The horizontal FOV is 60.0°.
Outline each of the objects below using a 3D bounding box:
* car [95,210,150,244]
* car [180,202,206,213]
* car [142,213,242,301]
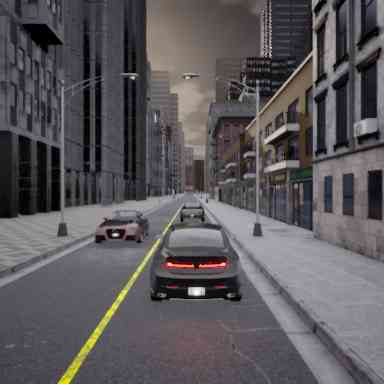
[{"bbox_3d":[-3.129,1.567,15.632,1.994,1.385,4.181,0,0,0],"label":"car"},{"bbox_3d":[0.047,1.502,26.310,2.128,1.511,4.902,0,0,0],"label":"car"},{"bbox_3d":[0.085,1.505,8.291,1.837,1.490,4.892,0,0,0],"label":"car"}]
